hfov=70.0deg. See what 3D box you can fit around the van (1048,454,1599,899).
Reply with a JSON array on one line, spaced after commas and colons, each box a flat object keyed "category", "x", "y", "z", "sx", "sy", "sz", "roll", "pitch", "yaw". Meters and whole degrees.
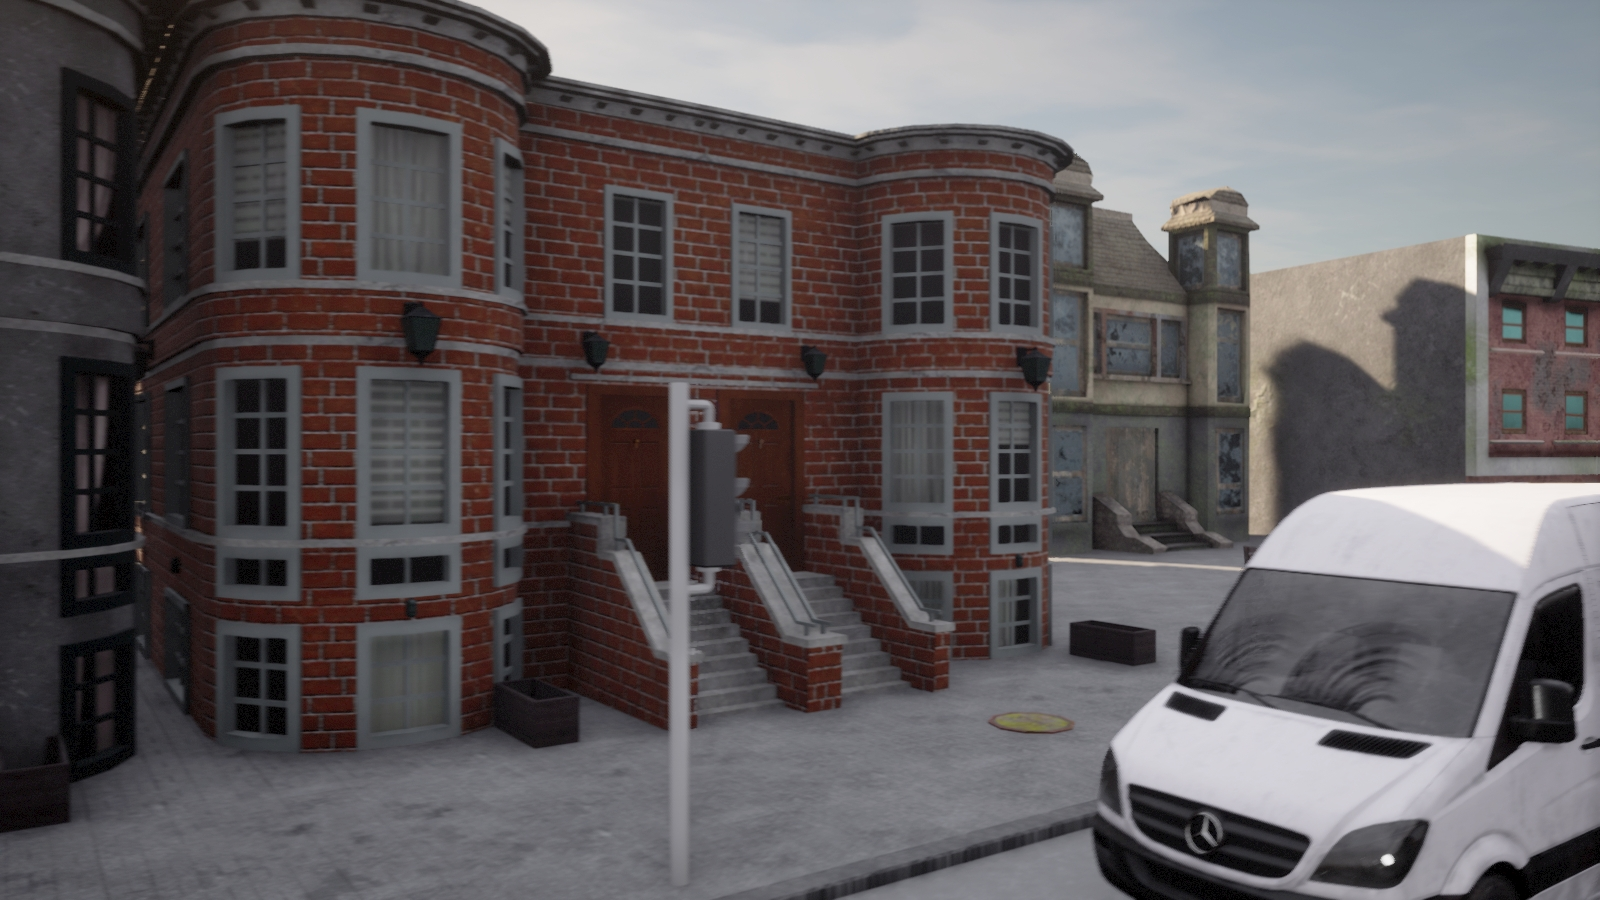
[{"category": "van", "x": 4.434, "y": 1.315, "z": 7.513, "sx": 5.915, "sy": 2.561, "sz": 1.988, "roll": 0, "pitch": 0, "yaw": -35}]
